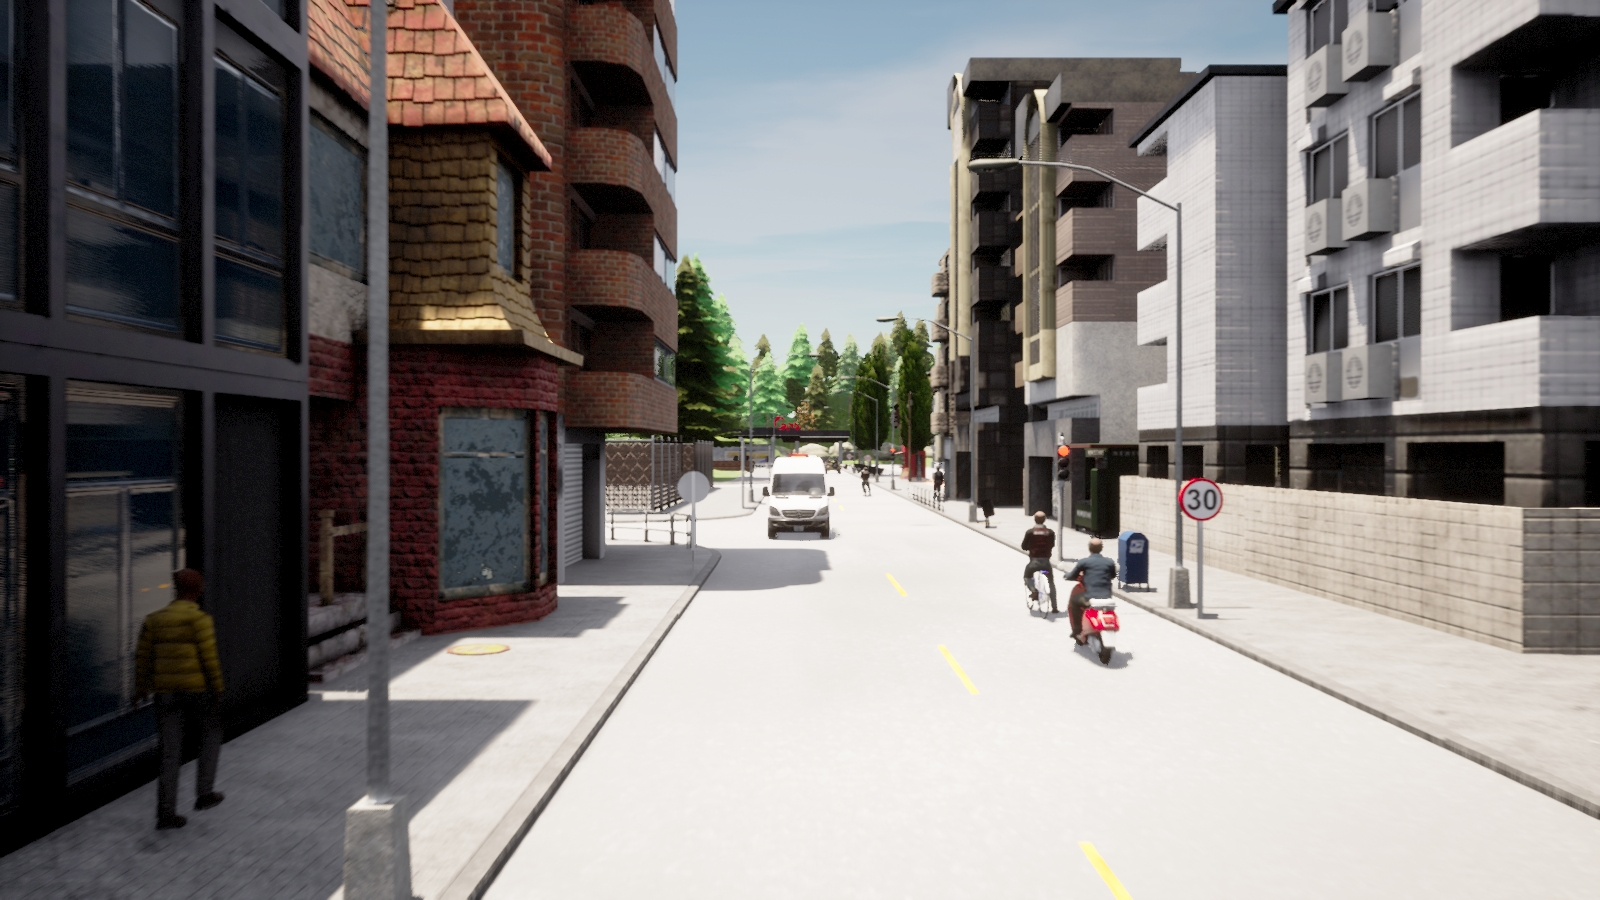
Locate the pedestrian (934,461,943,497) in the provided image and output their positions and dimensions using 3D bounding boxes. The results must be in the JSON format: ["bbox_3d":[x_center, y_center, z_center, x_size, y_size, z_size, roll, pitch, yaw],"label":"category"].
[{"bbox_3d":[7.247,1.523,59.950,0.375,1.860,0.375,0,0,-10],"label":"pedestrian"}]

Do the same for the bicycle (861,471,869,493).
[{"bbox_3d":[3.922,1.940,69.140,0.329,1.271,1.835,0,0,0],"label":"bicycle"}]

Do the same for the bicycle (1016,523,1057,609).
[{"bbox_3d":[4.003,1.940,19.425,0.329,1.271,1.835,0,0,0],"label":"bicycle"}]

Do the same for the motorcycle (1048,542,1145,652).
[{"bbox_3d":[3.998,1.961,15.552,0.856,1.236,1.805,0,1,0],"label":"motorcycle"}]

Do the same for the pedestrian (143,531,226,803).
[{"bbox_3d":[-4.383,1.523,8.148,0.375,1.860,0.375,0,0,4],"label":"pedestrian"}]

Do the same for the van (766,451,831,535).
[{"bbox_3d":[-0.048,1.314,37.971,1.988,2.561,5.915,0,0,0],"label":"van"}]
